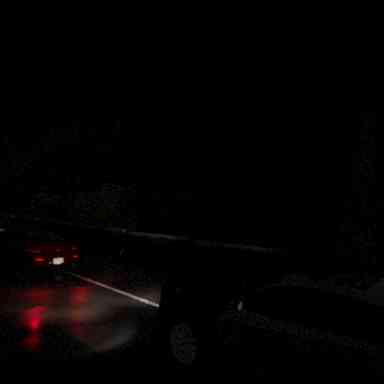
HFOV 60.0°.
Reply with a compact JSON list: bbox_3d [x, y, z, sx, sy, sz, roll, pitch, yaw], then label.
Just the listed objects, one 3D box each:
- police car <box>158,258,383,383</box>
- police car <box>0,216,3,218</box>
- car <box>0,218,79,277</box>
[{"bbox_3d":[1.598,1.697,4.289,5.238,1.638,1.930,0,-4,44],"label":"police car"},{"bbox_3d":[-9.856,1.710,15.484,5.238,1.638,1.930,0,-3,44],"label":"police car"},{"bbox_3d":[-5.486,1.814,11.204,4.674,1.442,1.812,0,-3,44],"label":"car"}]
